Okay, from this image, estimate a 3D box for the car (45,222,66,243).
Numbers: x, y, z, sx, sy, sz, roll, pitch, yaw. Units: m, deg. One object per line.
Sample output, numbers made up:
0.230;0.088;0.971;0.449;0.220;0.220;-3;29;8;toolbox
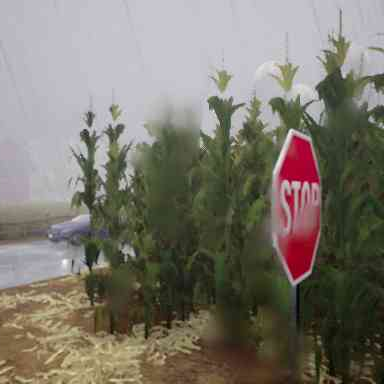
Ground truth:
-4.969;1.725;16.770;1.812;1.442;4.674;0;0;35;car
